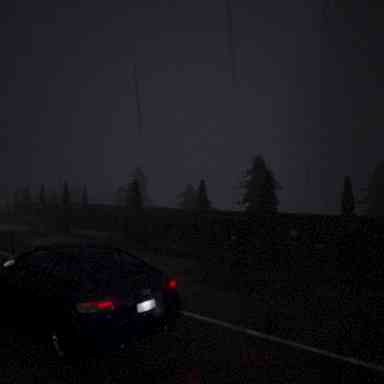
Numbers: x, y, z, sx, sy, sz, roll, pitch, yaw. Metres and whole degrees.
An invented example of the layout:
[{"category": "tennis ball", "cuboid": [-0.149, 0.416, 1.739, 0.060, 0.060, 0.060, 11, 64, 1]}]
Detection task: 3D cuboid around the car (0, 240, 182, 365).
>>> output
[{"category": "car", "cuboid": [-2.195, 1.576, 5.963, 4.181, 1.385, 1.994, 0, 0, 39]}]
